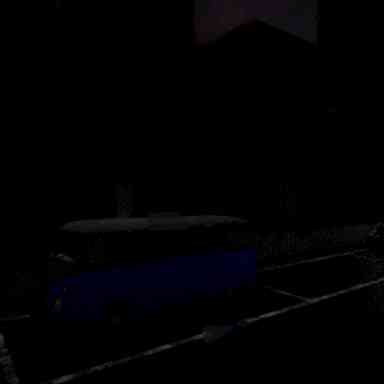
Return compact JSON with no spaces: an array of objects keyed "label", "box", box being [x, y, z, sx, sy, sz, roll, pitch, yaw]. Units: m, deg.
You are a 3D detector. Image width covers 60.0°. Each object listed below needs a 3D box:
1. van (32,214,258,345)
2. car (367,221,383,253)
[{"label":"van","box":[-0.604,1.347,6.102,3.998,1.788,1.690,0,0,-35]},{"label":"car","box":[8.358,1.464,12.485,4.097,1.590,1.967,0,0,-35]}]
